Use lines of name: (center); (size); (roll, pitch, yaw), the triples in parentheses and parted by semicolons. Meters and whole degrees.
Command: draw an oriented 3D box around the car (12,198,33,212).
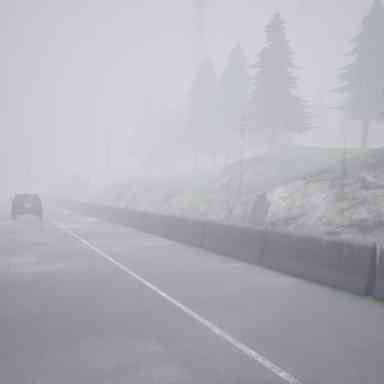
car: (-19.590, 1.474, 38.267); (1.994, 1.385, 4.181); (0, 0, -29)

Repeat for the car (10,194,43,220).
car: (-13.764, 1.156, 27.685); (2.150, 2.045, 5.566); (0, 0, -29)
